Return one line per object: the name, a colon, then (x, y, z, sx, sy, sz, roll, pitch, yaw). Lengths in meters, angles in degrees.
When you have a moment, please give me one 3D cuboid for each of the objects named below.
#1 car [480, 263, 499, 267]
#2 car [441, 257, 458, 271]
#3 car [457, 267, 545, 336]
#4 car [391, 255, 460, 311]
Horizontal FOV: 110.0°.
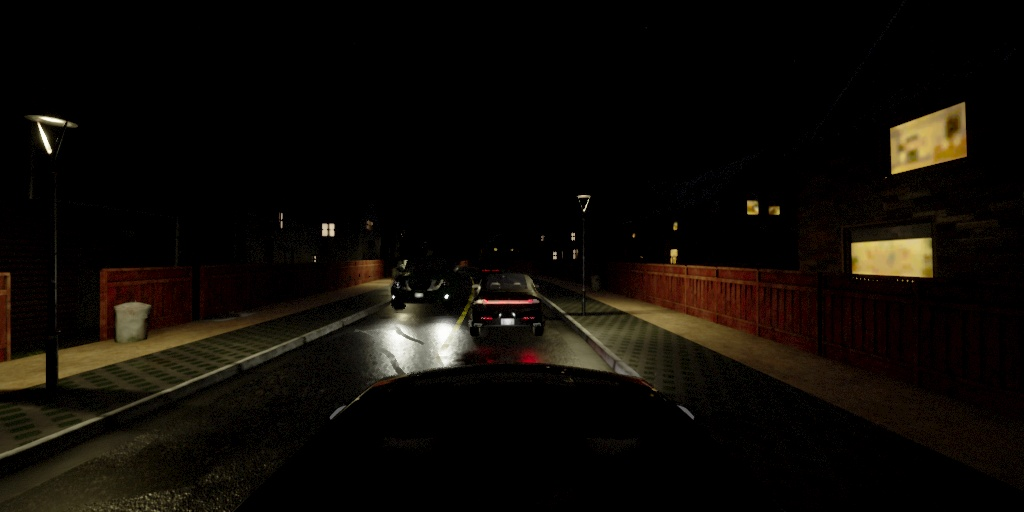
car: (-1.951, 1.324, 30.565, 1.837, 1.490, 4.892, 0, 0, -7)
car: (-10.019, 1.207, 56.955, 2.150, 2.045, 5.566, 0, -1, -15)
car: (-0.173, 1.248, 10.382, 2.128, 1.511, 4.902, 0, 0, -2)
car: (-3.343, 0.981, 14.963, 2.150, 2.045, 5.566, 0, 0, -4)
